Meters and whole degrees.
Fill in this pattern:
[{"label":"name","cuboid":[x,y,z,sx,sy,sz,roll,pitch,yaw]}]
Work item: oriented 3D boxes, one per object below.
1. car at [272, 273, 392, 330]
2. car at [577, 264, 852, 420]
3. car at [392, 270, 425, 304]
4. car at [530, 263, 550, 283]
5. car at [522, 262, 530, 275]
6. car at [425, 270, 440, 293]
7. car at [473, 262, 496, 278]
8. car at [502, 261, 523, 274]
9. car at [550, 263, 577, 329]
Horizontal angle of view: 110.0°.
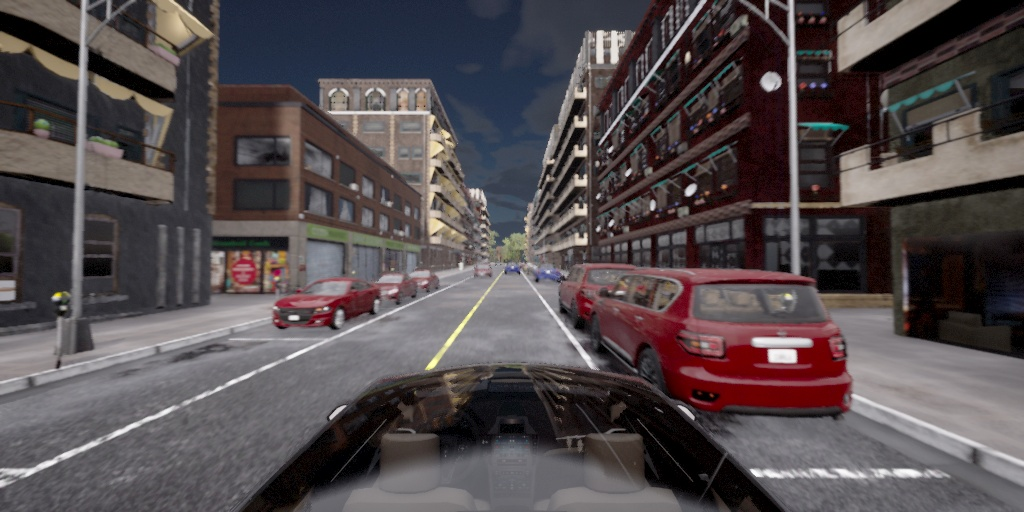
[{"label":"car","cuboid":[-5.688,1.388,11.577,1.888,1.381,4.507,0,0,0]},{"label":"car","cuboid":[2.692,1.104,5.966,2.192,1.841,5.009,0,0,0]},{"label":"car","cuboid":[-5.687,1.477,17.147,1.802,1.307,4.207,0,0,0]},{"label":"car","cuboid":[3.003,1.386,31.993,2.097,1.767,4.553,0,-1,0]},{"label":"car","cuboid":[2.695,1.707,44.961,2.007,1.370,4.403,0,0,0]},{"label":"car","cuboid":[-5.687,1.529,22.718,1.802,1.307,4.207,0,0,0]},{"label":"car","cuboid":[-3.085,1.627,39.093,1.812,1.442,4.674,0,-1,0]},{"label":"car","cuboid":[0.033,1.541,48.474,2.097,1.767,4.553,0,-1,-1]},{"label":"car","cuboid":[2.693,1.157,11.536,2.192,1.841,5.009,0,0,0]}]
